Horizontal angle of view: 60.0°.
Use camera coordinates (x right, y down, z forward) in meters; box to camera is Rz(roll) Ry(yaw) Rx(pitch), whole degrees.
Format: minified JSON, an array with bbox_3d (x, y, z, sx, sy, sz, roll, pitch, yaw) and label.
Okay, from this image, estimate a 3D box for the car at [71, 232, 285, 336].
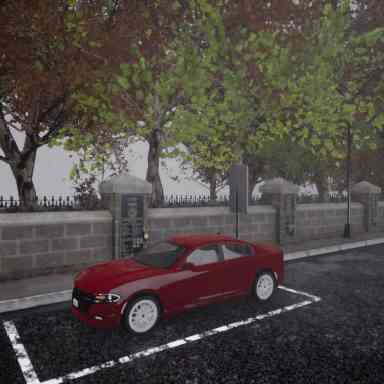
[{"bbox_3d":[-0.052,1.545,6.681,4.507,1.381,1.887,0,0,-36],"label":"car"}]
